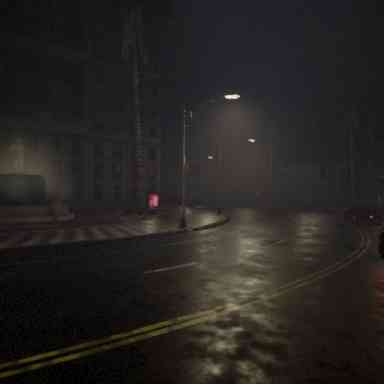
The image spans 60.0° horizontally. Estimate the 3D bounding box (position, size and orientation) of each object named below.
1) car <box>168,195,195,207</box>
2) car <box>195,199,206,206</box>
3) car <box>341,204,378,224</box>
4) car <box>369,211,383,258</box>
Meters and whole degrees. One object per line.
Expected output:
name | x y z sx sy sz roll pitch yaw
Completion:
car | -2.383 1.582 61.158 2.150 2.045 5.566 1 -1 -34
car | 0.507 1.940 63.126 2.033 1.411 5.357 1 0 -34
car | 14.080 1.769 27.900 1.882 1.535 5.008 1 0 8
car | 8.286 1.641 12.651 2.128 1.511 4.902 0 0 33
